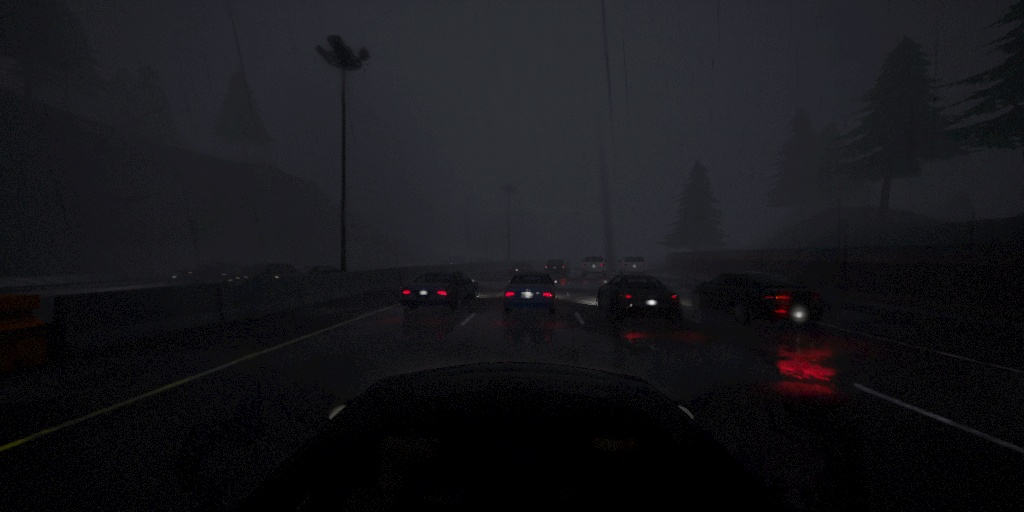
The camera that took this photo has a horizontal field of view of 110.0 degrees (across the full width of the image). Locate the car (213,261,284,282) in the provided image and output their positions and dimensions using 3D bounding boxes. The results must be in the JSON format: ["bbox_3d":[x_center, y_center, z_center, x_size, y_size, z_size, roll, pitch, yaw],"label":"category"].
[{"bbox_3d":[-15.891,1.179,23.054,1.837,1.490,4.892,0,0,9],"label":"car"}]

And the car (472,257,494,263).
[{"bbox_3d":[-4.421,1.187,63.236,2.033,1.411,5.357,0,0,24],"label":"car"}]

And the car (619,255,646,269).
[{"bbox_3d":[11.553,0.949,34.439,2.150,2.045,5.566,0,0,15],"label":"car"}]

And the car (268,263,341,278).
[{"bbox_3d":[-12.452,1.285,22.553,1.895,1.301,4.718,0,0,9],"label":"car"}]

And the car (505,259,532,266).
[{"bbox_3d":[0.958,1.263,35.205,1.994,1.385,4.181,0,0,14],"label":"car"}]

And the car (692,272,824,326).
[{"bbox_3d":[7.628,1.259,11.712,1.837,1.490,4.892,0,0,4],"label":"car"}]

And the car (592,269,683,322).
[{"bbox_3d":[4.181,1.308,12.320,1.994,1.385,4.181,0,0,4],"label":"car"}]

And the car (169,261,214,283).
[{"bbox_3d":[-22.409,1.144,26.637,2.128,1.511,4.902,0,0,9],"label":"car"}]

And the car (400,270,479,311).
[{"bbox_3d":[-2.692,1.270,14.413,2.033,1.411,5.357,0,0,6],"label":"car"}]

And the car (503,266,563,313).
[{"bbox_3d":[0.772,1.280,13.934,2.033,1.411,5.357,0,0,6],"label":"car"}]

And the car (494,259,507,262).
[{"bbox_3d":[-0.821,1.214,62.686,1.994,1.385,4.181,0,0,24],"label":"car"}]

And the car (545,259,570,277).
[{"bbox_3d":[4.388,1.061,34.506,2.097,1.767,4.553,0,0,14],"label":"car"}]

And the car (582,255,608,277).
[{"bbox_3d":[7.881,0.940,34.217,2.150,2.045,5.566,0,0,14],"label":"car"}]
